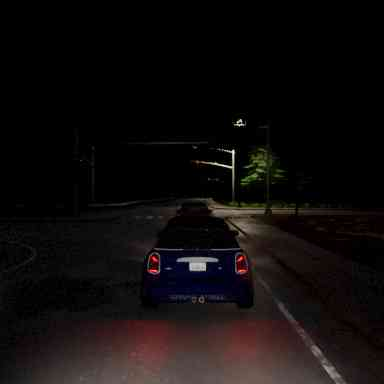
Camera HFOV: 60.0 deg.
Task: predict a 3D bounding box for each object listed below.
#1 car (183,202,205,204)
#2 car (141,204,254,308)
[{"bbox_3d":[0.107,1.343,18.176,2.097,1.767,4.553,0,0,0],"label":"car"},{"bbox_3d":[0.102,1.350,8.055,2.097,1.767,4.553,0,0,0],"label":"car"}]
